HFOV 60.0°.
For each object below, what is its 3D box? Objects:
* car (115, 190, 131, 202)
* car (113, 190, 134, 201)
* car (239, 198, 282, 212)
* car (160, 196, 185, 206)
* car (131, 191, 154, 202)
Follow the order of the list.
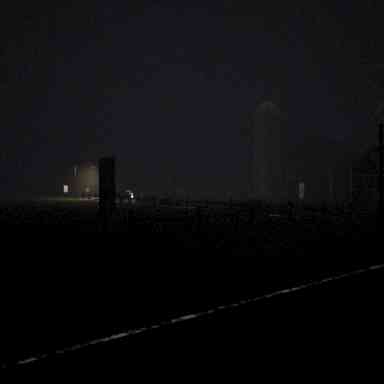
[{"bbox_3d":[-12.910,0.689,60.346,2.150,2.045,5.566,-1,1,-36],"label":"car"},{"bbox_3d":[-13.645,0.622,66.063,2.150,2.045,5.566,-1,1,-36],"label":"car"},{"bbox_3d":[6.692,1.322,33.006,1.812,1.442,4.674,-1,1,-35],"label":"car"},{"bbox_3d":[-2.746,1.208,46.110,1.994,1.385,4.181,-1,1,-36],"label":"car"},{"bbox_3d":[-8.308,0.982,58.711,2.128,1.511,4.902,-1,1,-36],"label":"car"}]
